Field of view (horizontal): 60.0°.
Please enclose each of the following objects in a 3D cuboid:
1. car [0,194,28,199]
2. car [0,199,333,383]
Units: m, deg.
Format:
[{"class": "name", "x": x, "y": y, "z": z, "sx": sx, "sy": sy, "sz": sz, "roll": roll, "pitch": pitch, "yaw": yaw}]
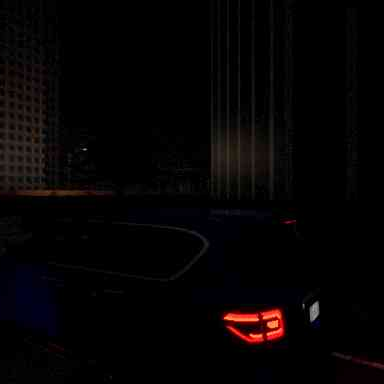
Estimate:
[{"class": "car", "x": -19.701, "y": 1.276, "z": 34.482, "sx": 2.150, "sy": 2.045, "sz": 5.566, "roll": 0, "pitch": 0, "yaw": 35}, {"class": "car", "x": -1.021, "y": 1.221, "z": 4.715, "sx": 5.566, "sy": 2.045, "sz": 2.150, "roll": 0, "pitch": 0, "yaw": 35}]
